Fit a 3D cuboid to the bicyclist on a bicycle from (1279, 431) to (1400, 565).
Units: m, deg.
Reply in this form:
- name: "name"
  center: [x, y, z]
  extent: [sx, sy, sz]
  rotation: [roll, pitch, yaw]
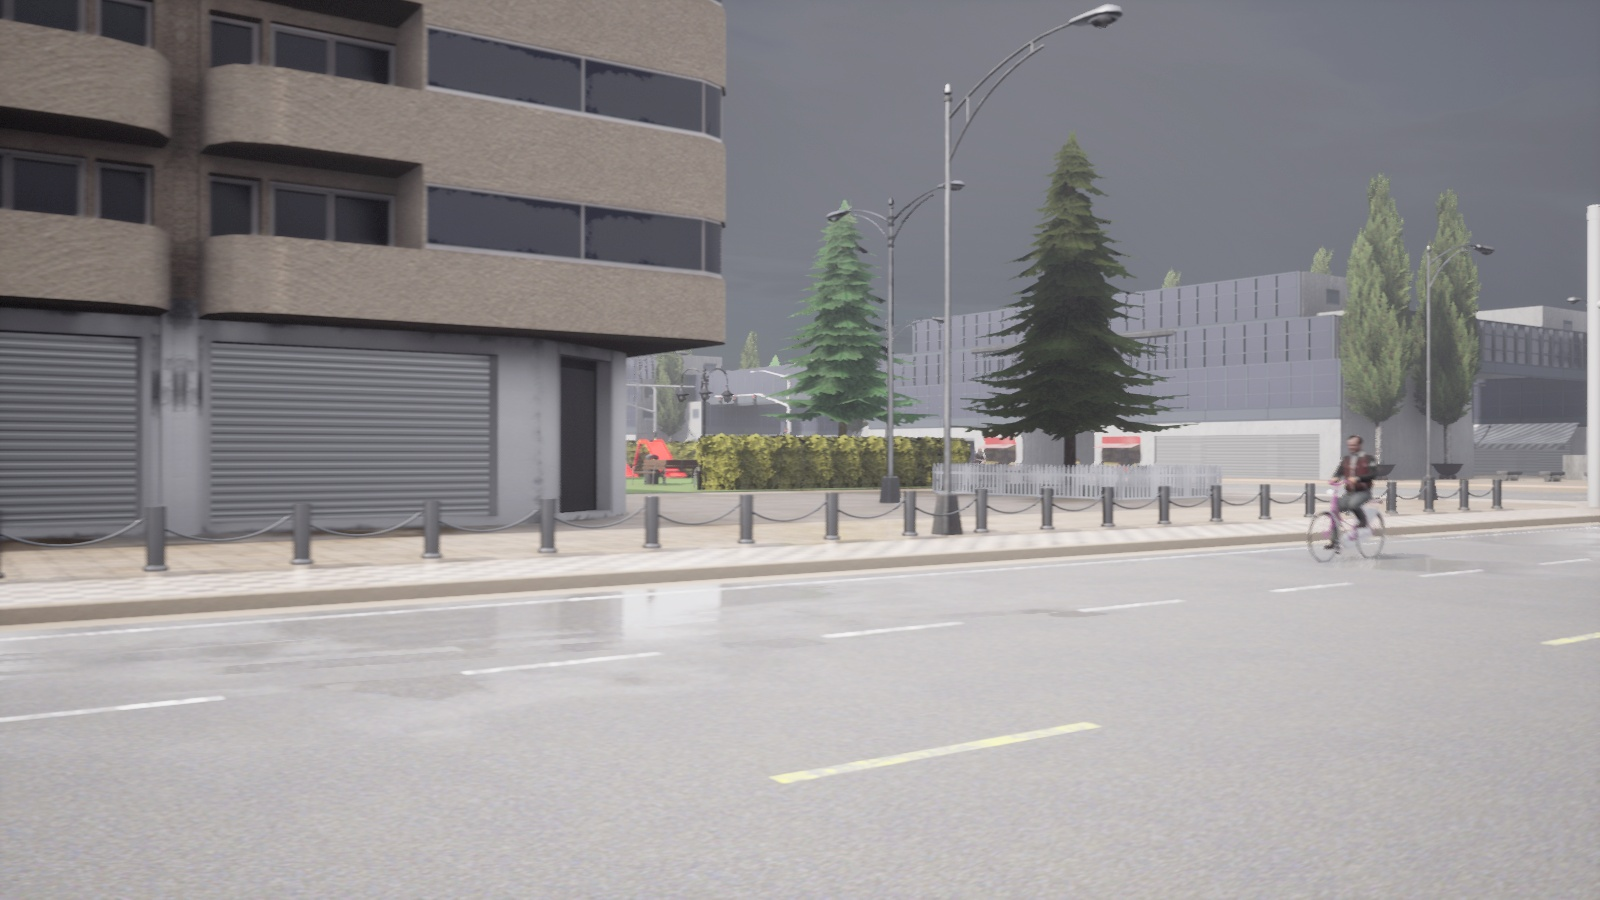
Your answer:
- name: "bicyclist on a bicycle"
  center: [7.489, 0.642, 17.400]
  extent: [1.843, 1.776, 0.659]
  rotation: [0, 0, -35]
